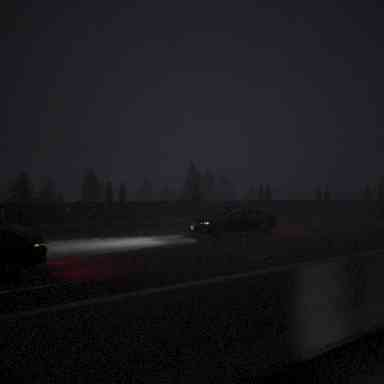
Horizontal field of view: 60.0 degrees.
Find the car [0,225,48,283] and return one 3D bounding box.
[{"bbox_3d":[-6.046,1.491,8.101,4.674,1.442,1.812,0,0,-35],"label":"car"}]

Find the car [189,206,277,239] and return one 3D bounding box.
[{"bbox_3d":[2.178,1.474,17.301,4.902,1.511,2.128,0,0,-28],"label":"car"}]
